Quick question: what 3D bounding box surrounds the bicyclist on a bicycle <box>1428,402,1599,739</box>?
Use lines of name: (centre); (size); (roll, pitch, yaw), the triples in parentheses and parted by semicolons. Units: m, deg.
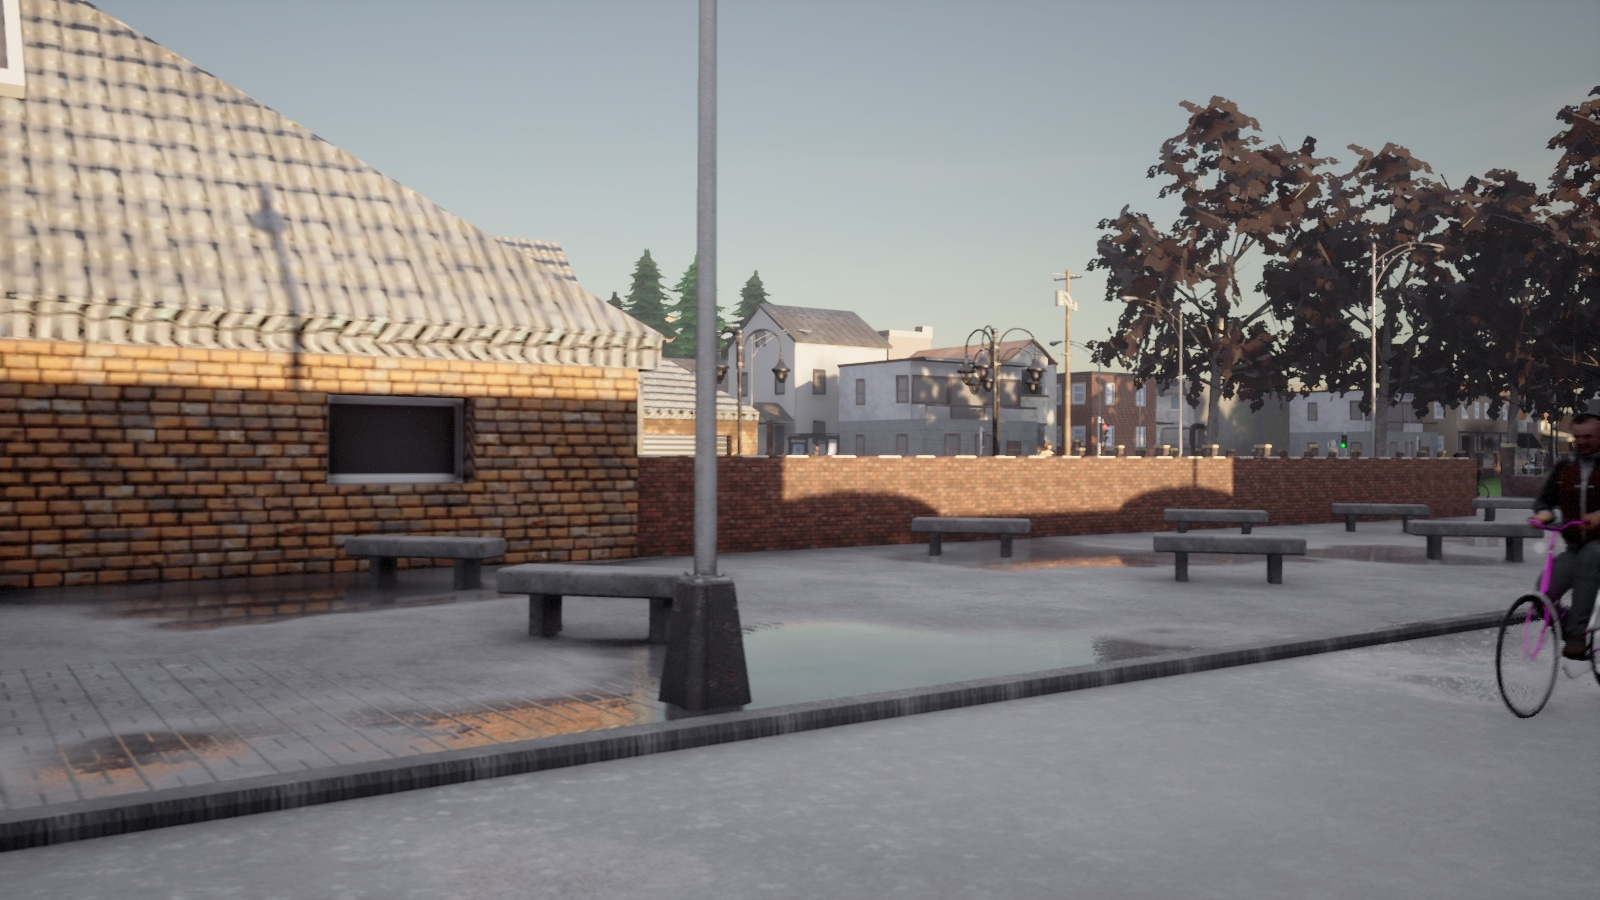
bicyclist on a bicycle: (4.526, 0.641, 7.421); (1.843, 1.776, 0.659); (0, 0, -35)

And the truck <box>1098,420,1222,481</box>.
truck: (21.421, 0.035, 74.495); (7.936, 3.462, 2.891); (0, 0, -37)
